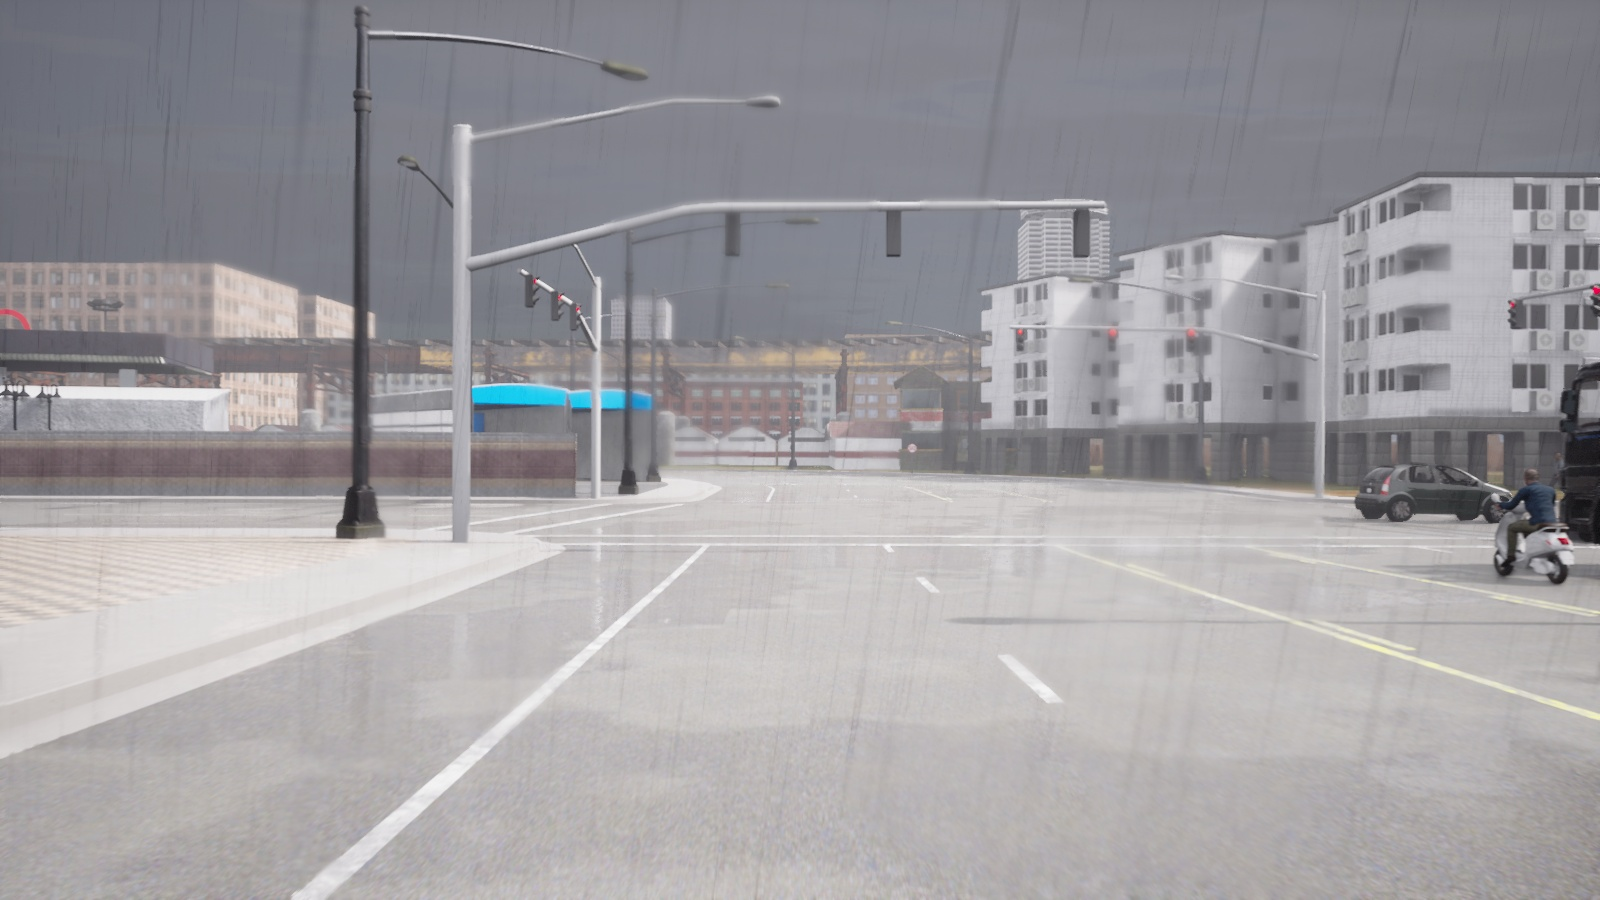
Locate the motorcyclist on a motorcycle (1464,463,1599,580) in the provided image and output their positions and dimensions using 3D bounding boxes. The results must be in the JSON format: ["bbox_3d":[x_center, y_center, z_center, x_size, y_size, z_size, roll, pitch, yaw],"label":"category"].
[{"bbox_3d":[10.456,0.987,18.017,0.866,1.590,1.817,0,-1,0],"label":"motorcyclist on a motorcycle"}]

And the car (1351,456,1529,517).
[{"bbox_3d":[17.688,0.996,34.828,3.988,1.617,1.851,0,0,-1],"label":"car"}]

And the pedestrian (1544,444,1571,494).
[{"bbox_3d":[28.383,0.720,47.046,0.694,1.848,0.540,0,0,-2],"label":"pedestrian"}]

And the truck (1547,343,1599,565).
[{"bbox_3d":[13.954,0.029,17.017,2.891,3.462,7.936,0,-1,0],"label":"truck"}]
